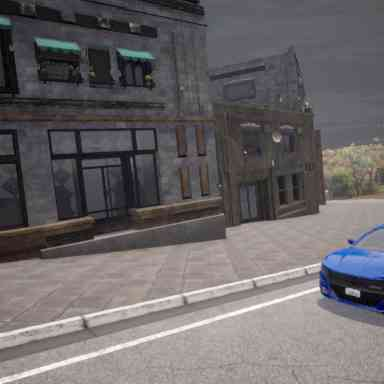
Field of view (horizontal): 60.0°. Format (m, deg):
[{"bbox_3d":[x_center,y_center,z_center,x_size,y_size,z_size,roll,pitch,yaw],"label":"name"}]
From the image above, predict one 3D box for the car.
[{"bbox_3d":[4.767,1.452,7.297,5.008,1.535,1.882,0,0,-38],"label":"car"}]
